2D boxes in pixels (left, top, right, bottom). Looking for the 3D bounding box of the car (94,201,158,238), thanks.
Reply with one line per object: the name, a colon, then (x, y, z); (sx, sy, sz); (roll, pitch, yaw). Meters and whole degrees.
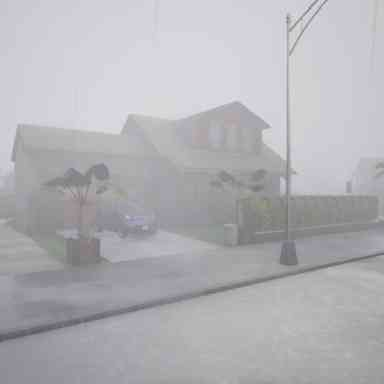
car: (-3.054, 1.174, 15.268); (1.845, 1.501, 3.633); (0, 0, -38)
